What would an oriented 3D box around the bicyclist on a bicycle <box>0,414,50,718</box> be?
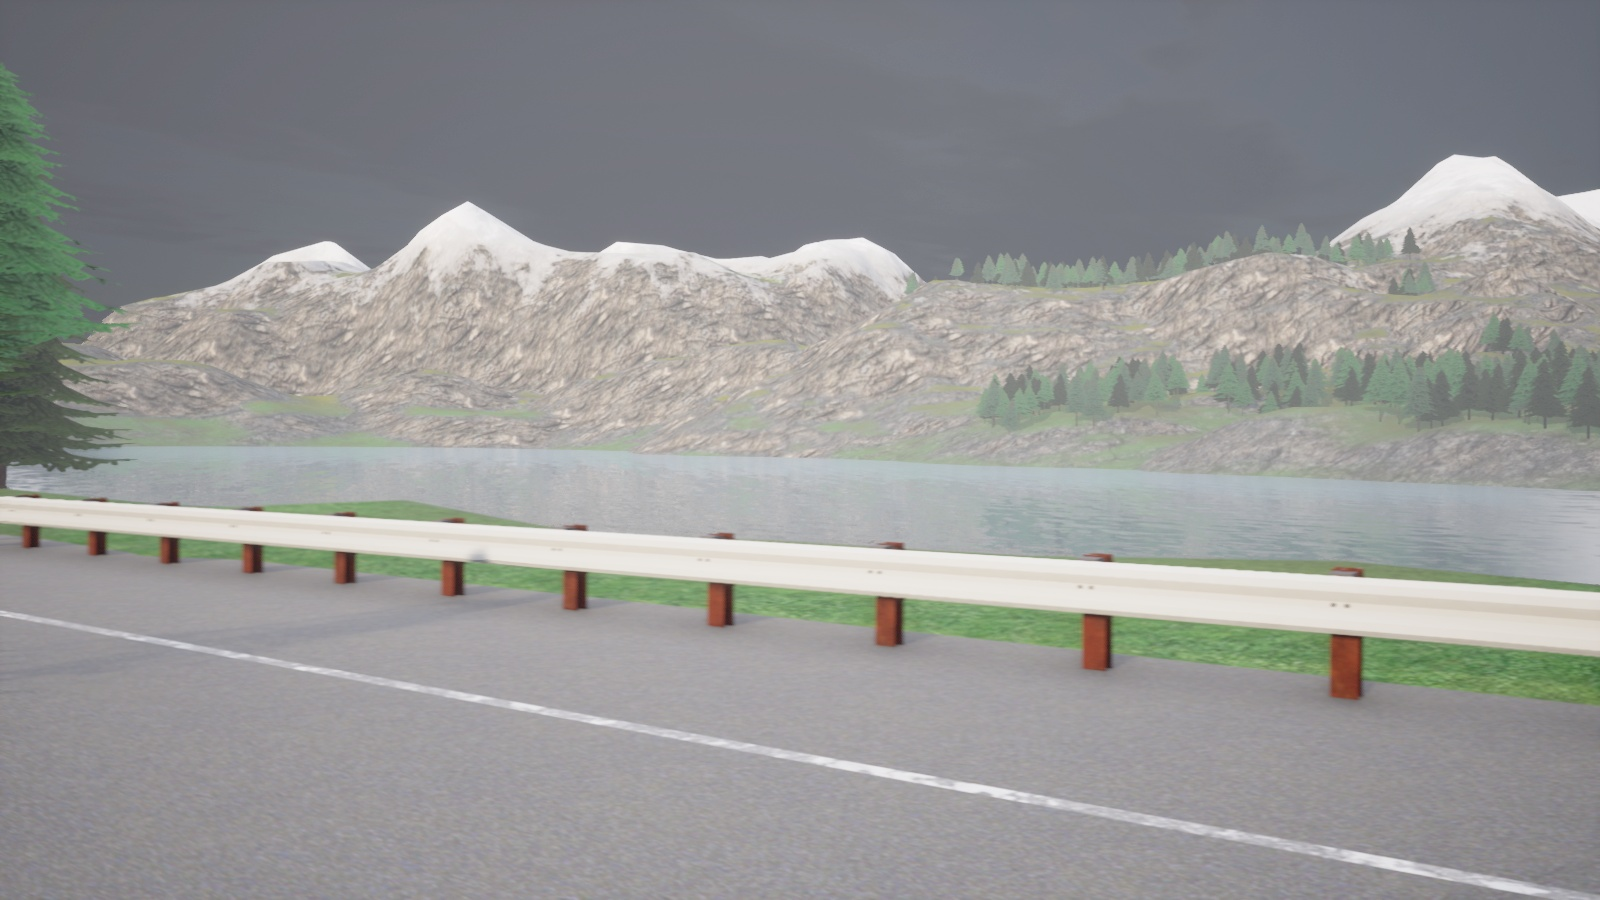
[{"bbox_3d":[-4.981,0.619,6.927,1.509,1.612,0.866,0,1,34],"label":"bicyclist on a bicycle"}]
